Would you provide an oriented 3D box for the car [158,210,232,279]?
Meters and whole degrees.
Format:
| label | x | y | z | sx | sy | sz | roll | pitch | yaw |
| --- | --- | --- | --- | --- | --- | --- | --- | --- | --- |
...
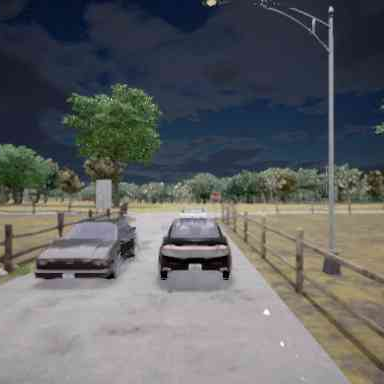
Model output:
| label | x | y | z | sx | sy | sz | roll | pitch | yaw |
| --- | --- | --- | --- | --- | --- | --- | --- | --- | --- |
| car | 0.080 | 1.511 | 10.049 | 2.128 | 1.511 | 4.902 | 0 | 0 | 0 |

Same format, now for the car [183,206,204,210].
| label | x | y | z | sx | sy | sz | roll | pitch | yaw |
| --- | --- | --- | --- | --- | --- | --- | --- | --- | --- |
| car | 0.112 | 1.697 | 24.064 | 1.895 | 1.301 | 4.718 | 0 | 0 | 1 |

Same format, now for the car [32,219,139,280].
| label | x | y | z | sx | sy | sz | roll | pitch | yaw |
| --- | --- | --- | --- | --- | --- | --- | --- | --- | --- |
| car | -2.846 | 1.567 | 10.311 | 2.033 | 1.411 | 5.357 | 0 | 0 | 0 |
